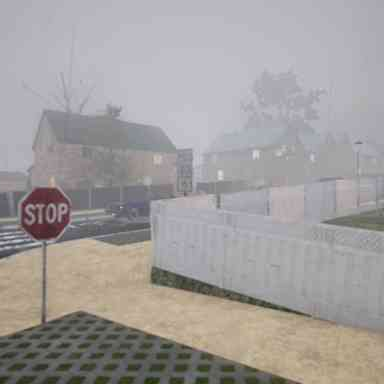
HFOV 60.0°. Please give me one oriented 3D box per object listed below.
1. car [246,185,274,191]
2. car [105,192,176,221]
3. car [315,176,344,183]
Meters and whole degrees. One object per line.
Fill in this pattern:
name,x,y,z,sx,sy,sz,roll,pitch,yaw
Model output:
car,4.932,0.187,24.586,4.718,1.301,1.895,-4,3,-40
car,-2.338,0.719,18.429,4.718,1.301,1.895,-4,3,-40
car,12.800,-0.640,31.238,4.553,1.767,2.097,-4,3,-42
